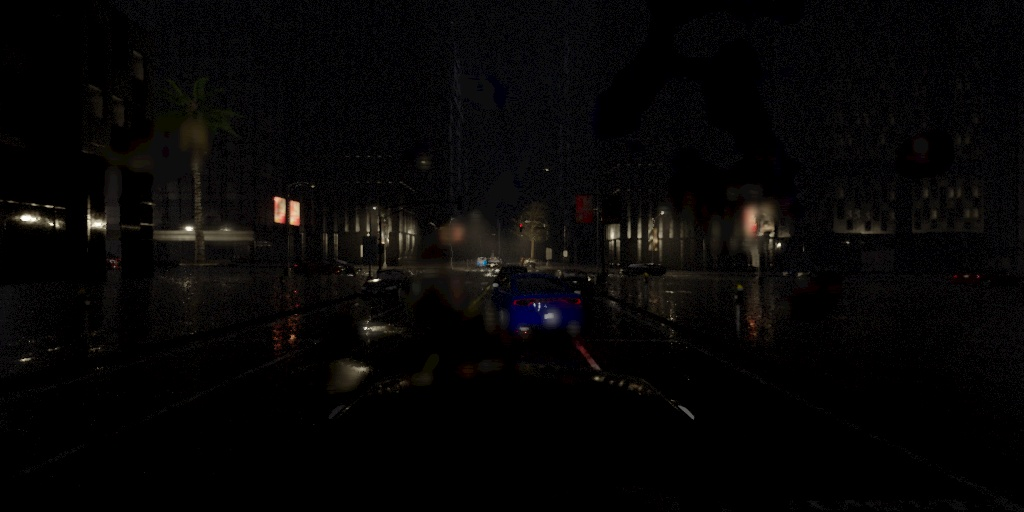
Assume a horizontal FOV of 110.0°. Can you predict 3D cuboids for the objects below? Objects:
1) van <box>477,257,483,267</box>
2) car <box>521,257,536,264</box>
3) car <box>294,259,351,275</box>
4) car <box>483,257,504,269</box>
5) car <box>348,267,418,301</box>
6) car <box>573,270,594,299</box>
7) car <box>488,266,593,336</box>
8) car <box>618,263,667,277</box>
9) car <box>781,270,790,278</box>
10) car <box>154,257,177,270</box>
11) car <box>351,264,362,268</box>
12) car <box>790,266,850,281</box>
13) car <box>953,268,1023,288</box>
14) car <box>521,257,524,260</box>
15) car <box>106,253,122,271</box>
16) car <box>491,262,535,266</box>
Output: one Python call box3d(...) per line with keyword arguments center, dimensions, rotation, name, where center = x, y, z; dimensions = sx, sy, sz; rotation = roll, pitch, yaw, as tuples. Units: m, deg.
box3d(center=(-5.487, 1.103, 65.005), dimensions=(1.690, 1.789, 3.998), rotation=(0, 0, 1), name="van")
box3d(center=(2.985, 1.310, 59.412), dimensions=(2.007, 1.370, 4.403), rotation=(0, 0, 1), name="car")
box3d(center=(-17.488, 1.020, 32.766), dimensions=(4.181, 1.385, 1.994), rotation=(1, 0, 0), name="car")
box3d(center=(-2.877, 1.248, 56.630), dimensions=(2.128, 1.511, 4.902), rotation=(0, 0, 2), name="car")
box3d(center=(-5.753, 1.300, 17.237), dimensions=(2.007, 1.370, 4.403), rotation=(0, 0, 0), name="car")
box3d(center=(2.772, 1.300, 17.229), dimensions=(2.007, 1.370, 4.403), rotation=(0, 0, 0), name="car")
box3d(center=(0.516, 1.227, 10.569), dimensions=(1.882, 1.535, 5.008), rotation=(0, 0, -8), name="car")
box3d(center=(14.400, 1.537, 39.347), dimensions=(4.902, 1.511, 2.128), rotation=(1, 0, 0), name="car")
box3d(center=(34.647, 1.960, 42.512), dimensions=(4.674, 1.442, 1.812), rotation=(1, 0, 0), name="car")
box3d(center=(-36.707, 0.731, 36.096), dimensions=(4.718, 1.301, 1.895), rotation=(1, 0, 0), name="car")
box3d(center=(-17.966, 1.003, 36.018), dimensions=(5.357, 1.411, 2.033), rotation=(1, 0, 0), name="car")
box3d(center=(34.057, 1.908, 39.265), dimensions=(4.902, 1.511, 2.128), rotation=(1, 0, 0), name="car")
box3d(center=(43.331, 1.933, 32.540), dimensions=(4.553, 1.767, 2.097), rotation=(1, 0, 0), name="car")
box3d(center=(3.040, 1.287, 65.095), dimensions=(1.751, 1.417, 4.829), rotation=(0, 0, 1), name="car")
box3d(center=(-37.564, 0.462, 32.854), dimensions=(4.553, 1.767, 2.097), rotation=(1, 0, 0), name="car")
box3d(center=(0.077, 1.255, 18.438), dimensions=(1.837, 1.490, 4.892), rotation=(0, 0, 0), name="car")
